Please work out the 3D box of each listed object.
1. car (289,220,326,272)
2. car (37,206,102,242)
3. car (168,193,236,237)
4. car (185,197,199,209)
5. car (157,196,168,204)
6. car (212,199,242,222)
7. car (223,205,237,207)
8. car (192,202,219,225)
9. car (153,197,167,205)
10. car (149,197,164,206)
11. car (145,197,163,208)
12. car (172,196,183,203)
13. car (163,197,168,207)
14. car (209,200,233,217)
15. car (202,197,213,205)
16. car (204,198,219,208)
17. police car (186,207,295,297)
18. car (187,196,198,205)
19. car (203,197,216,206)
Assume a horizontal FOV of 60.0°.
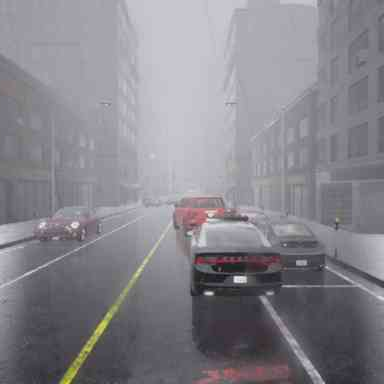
[{"bbox_3d":[2.754,1.549,10.551,2.008,1.369,4.403,-1,0,0],"label":"car"},{"bbox_3d":[-5.771,1.439,16.059,1.967,1.590,4.097,-1,0,0],"label":"car"},{"bbox_3d":[0.339,1.210,18.445,2.150,2.045,5.566,-1,0,-12],"label":"car"},{"bbox_3d":[0.030,1.516,46.849,1.837,1.490,4.892,0,0,1],"label":"car"},{"bbox_3d":[-5.758,1.570,65.606,1.887,1.381,4.507,-1,0,0],"label":"car"},{"bbox_3d":[2.757,1.442,27.067,1.967,1.590,4.097,-1,0,0],"label":"car"},{"bbox_3d":[2.756,1.544,16.057,1.887,1.381,4.507,-1,0,0],"label":"car"},{"bbox_3d":[0.906,1.527,24.655,1.812,1.442,4.674,0,0,0],"label":"car"},{"bbox_3d":[-5.759,1.571,60.100,2.008,1.369,4.403,-1,0,0],"label":"car"},{"bbox_3d":[-5.760,1.582,54.595,1.947,1.339,4.313,-1,0,0],"label":"car"},{"bbox_3d":[-5.763,1.453,49.090,1.967,1.590,4.097,-1,0,0],"label":"car"},{"bbox_3d":[-2.983,1.592,69.517,1.994,1.385,4.181,0,0,0],"label":"car"},{"bbox_3d":[-3.063,1.616,52.616,1.895,1.301,4.718,0,0,0],"label":"car"},{"bbox_3d":[2.760,1.548,32.572,1.887,1.381,4.507,-1,0,0],"label":"car"},{"bbox_3d":[2.766,1.565,60.098,1.887,1.381,4.507,-1,0,0],"label":"car"},{"bbox_3d":[2.764,1.578,49.088,1.947,1.339,4.313,-1,0,0],"label":"car"},{"bbox_3d":[0.901,1.424,8.763,1.930,1.638,5.238,0,0,0],"label":"police car"},{"bbox_3d":[0.014,1.498,59.493,1.882,1.535,5.008,0,0,0],"label":"car"},{"bbox_3d":[2.765,1.561,54.593,1.887,1.381,4.507,-1,0,0],"label":"car"}]
